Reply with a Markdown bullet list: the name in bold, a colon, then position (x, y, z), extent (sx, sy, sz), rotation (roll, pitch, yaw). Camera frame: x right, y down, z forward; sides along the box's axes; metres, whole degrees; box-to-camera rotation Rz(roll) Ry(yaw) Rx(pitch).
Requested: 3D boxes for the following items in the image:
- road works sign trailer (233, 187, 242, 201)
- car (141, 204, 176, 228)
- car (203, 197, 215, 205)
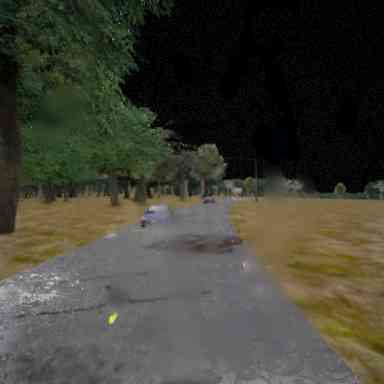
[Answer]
- **road works sign trailer**: position (12.210, 0.537, 89.187), extent (2.380, 3.560, 2.880), rotation (0, 0, 12)
- **car**: position (-2.226, 1.599, 22.902), extent (1.812, 1.442, 4.674), rotation (0, 0, 4)
- **car**: position (3.296, 1.646, 64.194), extent (2.033, 1.411, 5.357), rotation (0, 0, 11)
